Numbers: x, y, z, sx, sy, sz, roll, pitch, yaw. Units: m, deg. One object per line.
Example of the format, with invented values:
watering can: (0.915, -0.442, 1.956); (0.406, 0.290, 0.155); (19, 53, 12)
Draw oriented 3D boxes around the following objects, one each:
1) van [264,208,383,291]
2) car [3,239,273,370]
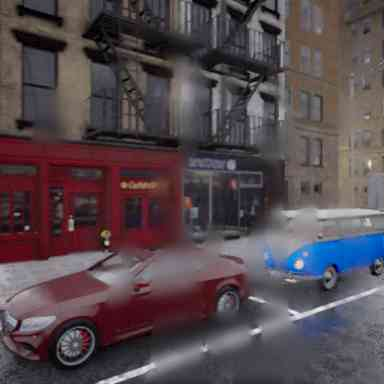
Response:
van: (3.619, 1.351, 8.773); (3.998, 1.788, 1.690); (0, 0, -35)
car: (-0.784, 1.585, 5.635); (4.206, 1.307, 1.802); (0, 0, -35)
